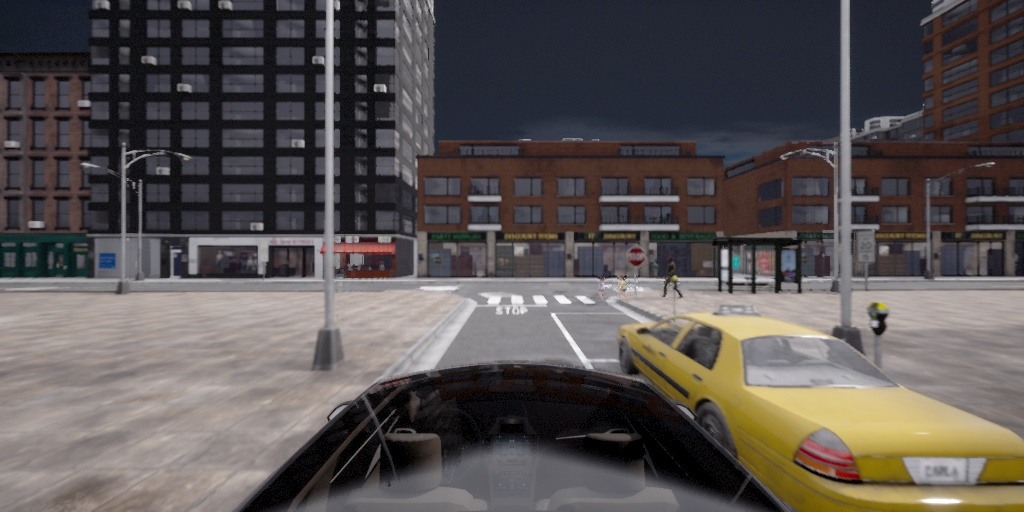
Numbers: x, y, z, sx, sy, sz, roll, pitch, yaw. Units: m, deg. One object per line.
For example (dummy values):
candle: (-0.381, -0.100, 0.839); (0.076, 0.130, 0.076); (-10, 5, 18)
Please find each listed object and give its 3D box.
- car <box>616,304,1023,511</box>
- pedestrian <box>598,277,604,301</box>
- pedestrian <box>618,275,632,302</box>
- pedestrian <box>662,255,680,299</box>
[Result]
car: (2.637, 1.266, 4.510); (1.751, 1.417, 4.829); (0, 0, 0)
pedestrian: (3.903, 1.371, 15.428); (0.500, 1.100, 0.500); (0, 0, 0)
pedestrian: (4.404, 1.238, 14.228); (0.500, 1.100, 0.500); (0, 0, 0)
pedestrian: (6.587, 0.838, 14.831); (0.375, 1.860, 0.375); (0, 0, 0)
